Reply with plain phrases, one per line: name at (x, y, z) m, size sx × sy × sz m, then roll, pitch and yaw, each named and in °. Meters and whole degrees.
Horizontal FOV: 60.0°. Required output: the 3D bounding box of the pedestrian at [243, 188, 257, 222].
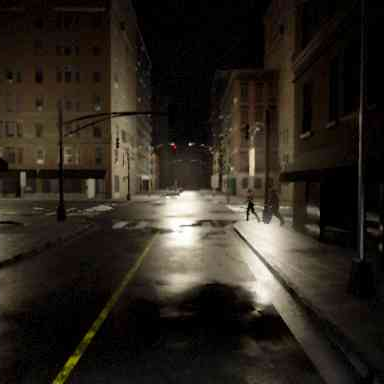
pedestrian at (2.987, 0.653, 17.032) m, size 0.375 × 1.860 × 0.375 m, roll 0°, pitch 2°, yaw 0°

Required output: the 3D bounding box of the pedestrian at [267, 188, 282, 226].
pedestrian at (3.903, 0.685, 15.791) m, size 0.375 × 1.860 × 0.375 m, roll 0°, pitch 2°, yaw 0°

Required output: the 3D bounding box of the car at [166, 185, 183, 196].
car at (-3.034, -0.216, 54.163) m, size 2.097 × 1.767 × 4.553 m, roll 0°, pitch 2°, yaw 0°

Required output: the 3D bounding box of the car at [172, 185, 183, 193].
car at (-2.929, -0.676, 70.117) m, size 2.097 × 1.767 × 4.553 m, roll 0°, pitch 2°, yaw 0°

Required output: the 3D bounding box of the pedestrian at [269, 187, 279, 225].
pedestrian at (4.052, 0.667, 16.432) m, size 0.375 × 1.860 × 0.375 m, roll 0°, pitch 2°, yaw 0°
